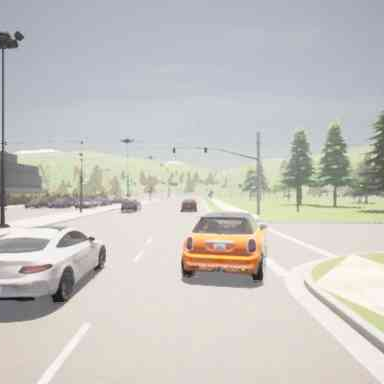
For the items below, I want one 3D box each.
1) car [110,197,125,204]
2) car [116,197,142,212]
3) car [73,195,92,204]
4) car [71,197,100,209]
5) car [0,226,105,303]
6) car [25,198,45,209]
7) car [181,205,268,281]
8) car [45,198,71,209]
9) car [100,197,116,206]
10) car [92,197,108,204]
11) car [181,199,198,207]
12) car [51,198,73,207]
[{"bbox_3d":[-14.954,1.724,67.093,1.994,1.385,4.181,0,0,1],"label":"car"},{"bbox_3d":[-7.328,1.591,40.404,2.128,1.511,4.902,0,0,1],"label":"car"},{"bbox_3d":[-21.959,1.523,66.940,2.097,1.767,4.553,0,0,1],"label":"car"},{"bbox_3d":[-15.308,1.721,47.981,1.895,1.301,4.718,0,0,1],"label":"car"},{"bbox_3d":[-3.492,1.546,8.131,1.812,1.442,4.674,0,0,-1],"label":"car"},{"bbox_3d":[-22.307,1.648,48.079,1.812,1.442,4.674,0,0,1],"label":"car"},{"bbox_3d":[1.195,1.376,10.266,2.097,1.767,4.553,0,0,14],"label":"car"},{"bbox_3d":[-18.812,1.685,47.771,1.994,1.385,4.181,0,0,1],"label":"car"},{"bbox_3d":[-15.139,1.634,57.119,2.128,1.511,4.902,0,0,1],"label":"car"},{"bbox_3d":[-18.463,1.691,66.653,1.812,1.442,4.674,0,0,1],"label":"car"},{"bbox_3d":[-0.330,1.579,41.543,1.882,1.535,5.008,0,0,1],"label":"car"},{"bbox_3d":[-22.146,1.707,56.774,1.994,1.385,4.181,0,0,1],"label":"car"}]
